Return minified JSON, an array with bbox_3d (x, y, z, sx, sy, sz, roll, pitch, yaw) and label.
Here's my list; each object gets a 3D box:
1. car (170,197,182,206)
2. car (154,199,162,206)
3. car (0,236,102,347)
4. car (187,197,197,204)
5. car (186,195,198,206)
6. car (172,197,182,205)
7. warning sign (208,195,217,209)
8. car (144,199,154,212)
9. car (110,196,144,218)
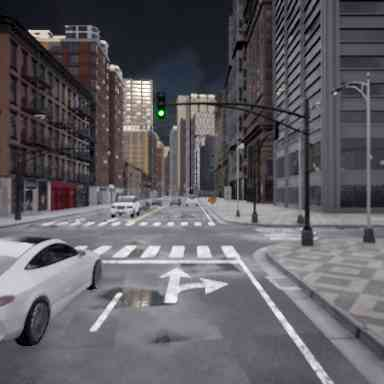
[{"bbox_3d":[-3.183,1.940,62.654,2.033,1.411,5.357,0,0,0],"label":"car"},{"bbox_3d":[-6.584,1.935,61.952,2.033,1.411,5.357,0,0,0],"label":"car"},{"bbox_3d":[-3.151,1.569,6.276,1.812,1.442,4.674,0,0,1],"label":"car"},{"bbox_3d":[-0.040,1.875,72.381,2.033,1.411,5.357,0,0,0],"label":"car"},{"bbox_3d":[0.012,1.609,61.878,2.150,2.045,5.566,0,0,0],"label":"car"},{"bbox_3d":[-3.282,1.956,73.250,1.837,1.490,4.892,0,0,0],"label":"car"},{"bbox_3d":[2.823,1.410,45.871,1.300,1.860,1.060,0,0,0],"label":"warning sign"},{"bbox_3d":[-6.623,1.773,43.614,2.128,1.511,4.902,0,0,0],"label":"car"},{"bbox_3d":[-6.623,1.444,33.598,2.150,2.045,5.566,0,0,0],"label":"car"}]
